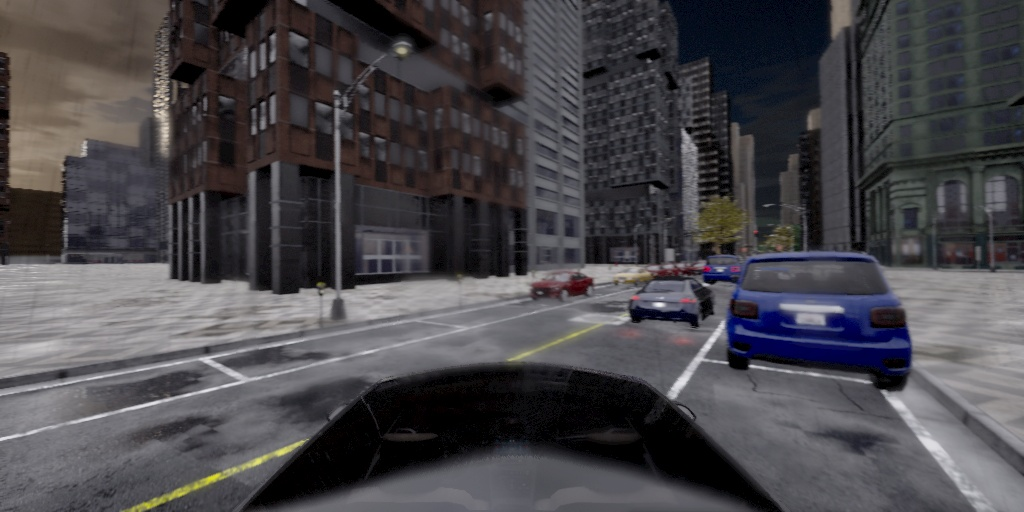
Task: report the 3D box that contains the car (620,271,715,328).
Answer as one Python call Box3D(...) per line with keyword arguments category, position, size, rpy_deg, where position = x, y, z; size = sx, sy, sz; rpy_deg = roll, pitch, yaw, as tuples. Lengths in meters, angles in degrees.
Box3D(category="car", position=(5.324, 1.344, 11.718), size=(1.994, 1.385, 4.181), rpy_deg=(-1, -1, 36))

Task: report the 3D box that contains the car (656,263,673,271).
Box3D(category="car", position=(12.346, 1.434, 31.352), size=(1.888, 1.381, 4.507), rpy_deg=(0, 0, 36))

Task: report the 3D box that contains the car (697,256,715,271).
Box3D(category="car", position=(14.260, 0.999, 24.021), size=(2.150, 2.045, 5.566), rpy_deg=(-1, -1, 36))

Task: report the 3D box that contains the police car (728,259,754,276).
Box3D(category="police car", position=(24.475, 1.212, 38.241), size=(1.930, 1.638, 5.238), rpy_deg=(-1, -1, 36))

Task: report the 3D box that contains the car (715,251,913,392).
Box3D(category="car", position=(5.626, 0.953, 7.031), size=(2.150, 2.045, 5.566), rpy_deg=(-1, -1, 36))

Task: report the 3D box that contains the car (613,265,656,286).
Box3D(category="car", position=(8.999, 1.414, 26.744), size=(1.751, 1.417, 4.829), rpy_deg=(0, 0, 36))

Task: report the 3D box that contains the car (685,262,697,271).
Box3D(category="car", position=(18.904, 1.319, 35.795), size=(1.882, 1.535, 5.008), rpy_deg=(-1, -1, 36))

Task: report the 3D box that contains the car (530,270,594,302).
Box3D(category="car", position=(2.603, 1.432, 17.941), size=(1.888, 1.381, 4.507), rpy_deg=(0, 0, 36))

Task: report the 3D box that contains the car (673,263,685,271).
Box3D(category="car", position=(15.594, 1.435, 35.822), size=(1.888, 1.381, 4.507), rpy_deg=(0, 0, 36))
